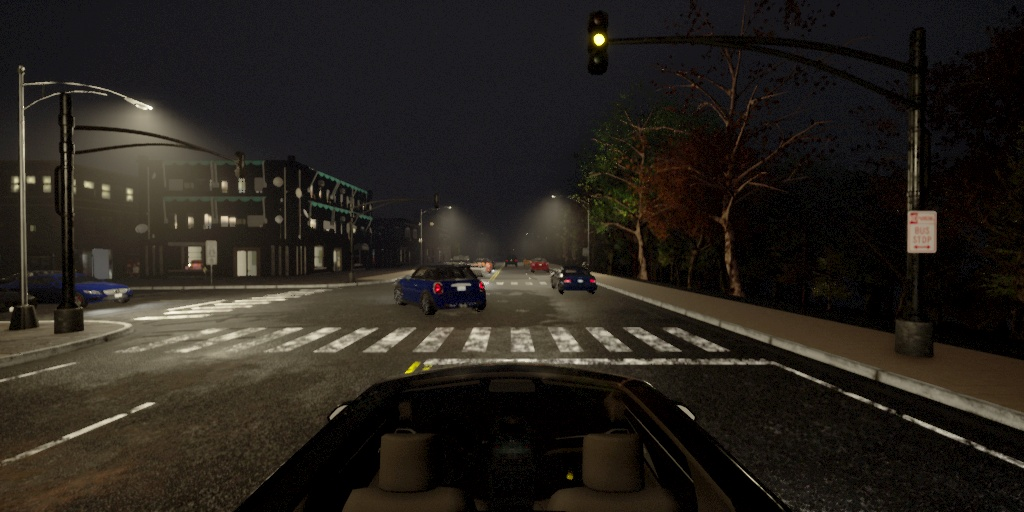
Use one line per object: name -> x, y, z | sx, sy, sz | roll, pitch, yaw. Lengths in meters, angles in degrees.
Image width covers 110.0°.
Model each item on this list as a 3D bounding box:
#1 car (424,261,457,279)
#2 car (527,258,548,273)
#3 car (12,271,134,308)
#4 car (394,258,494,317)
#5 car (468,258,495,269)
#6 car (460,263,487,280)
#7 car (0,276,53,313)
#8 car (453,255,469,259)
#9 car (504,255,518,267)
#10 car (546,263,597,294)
car -> -6.656, 1.262, 34.008 | 2.033, 1.411, 5.357 | 0, 0, 0
car -> 3.266, 1.055, 43.383 | 2.097, 1.767, 4.553 | 0, 0, 0
car -> -19.358, 1.479, 15.562 | 4.674, 1.442, 1.812 | -1, 1, 1
car -> -2.845, 1.090, 13.552 | 2.097, 1.767, 4.553 | 0, 0, -34
car -> -3.419, 1.058, 41.261 | 2.097, 1.767, 4.553 | 0, 0, 0
car -> -3.405, 1.317, 32.289 | 1.895, 1.301, 4.718 | 0, 0, 0
car -> -19.969, 1.556, 12.863 | 4.313, 1.339, 1.948 | 0, 0, 0
car -> -6.666, 0.920, 46.506 | 2.150, 2.045, 5.566 | 0, 0, 1
car -> -0.127, 0.900, 62.936 | 2.150, 2.045, 5.566 | 0, 0, 0
car -> 3.315, 1.278, 19.954 | 2.033, 1.411, 5.357 | 0, 0, 0
